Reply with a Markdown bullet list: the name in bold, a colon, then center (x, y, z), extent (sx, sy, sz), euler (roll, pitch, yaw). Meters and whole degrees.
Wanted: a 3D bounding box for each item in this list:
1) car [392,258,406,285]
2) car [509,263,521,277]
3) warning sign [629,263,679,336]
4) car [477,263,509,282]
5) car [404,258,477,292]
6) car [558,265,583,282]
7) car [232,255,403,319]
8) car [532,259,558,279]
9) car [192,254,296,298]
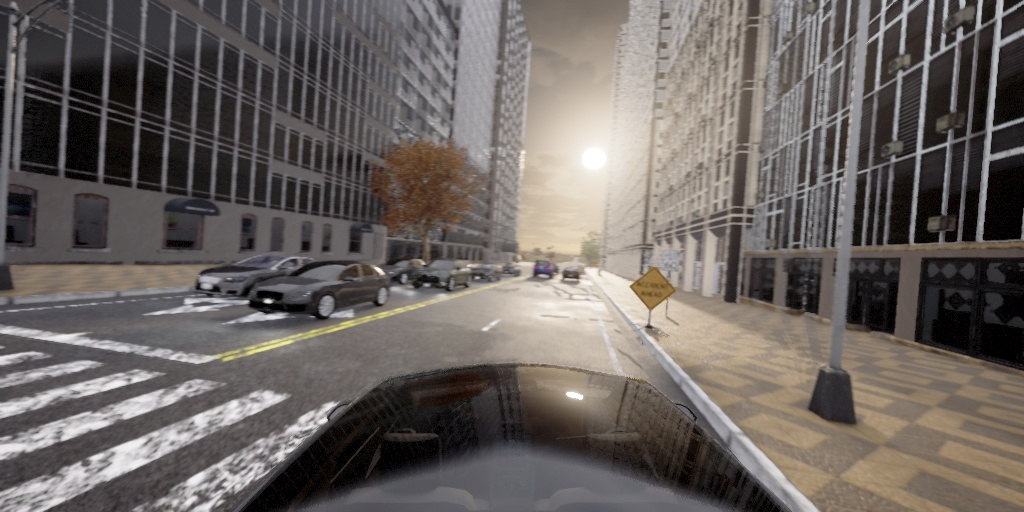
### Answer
- **car**: center (-6.732, 0.858, 22.101), extent (1.837, 1.490, 4.892), euler (4, 0, 11)
- **car**: center (-0.203, 1.503, 39.376), extent (1.994, 1.385, 4.181), euler (4, 0, 11)
- **warning sign**: center (3.934, 1.212, 10.354), extent (1.300, 1.860, 1.060), euler (0, 0, 11)
- **car**: center (-2.063, 1.293, 29.513), extent (2.033, 1.411, 5.357), euler (4, 0, 11)
- **car**: center (-3.799, 0.915, 20.077), extent (2.097, 1.767, 4.553), euler (4, 0, 11)
- **car**: center (6.515, 1.924, 39.459), extent (1.882, 1.535, 5.008), euler (4, 0, 11)
- **car**: center (-5.492, 0.892, 11.055), extent (1.837, 1.490, 4.892), euler (4, 0, 9)
- **car**: center (3.738, 1.472, 41.879), extent (2.150, 2.045, 5.566), euler (4, 0, 11)
- **car**: center (-8.442, 0.665, 12.864), extent (2.128, 1.511, 4.902), euler (4, 0, 11)
